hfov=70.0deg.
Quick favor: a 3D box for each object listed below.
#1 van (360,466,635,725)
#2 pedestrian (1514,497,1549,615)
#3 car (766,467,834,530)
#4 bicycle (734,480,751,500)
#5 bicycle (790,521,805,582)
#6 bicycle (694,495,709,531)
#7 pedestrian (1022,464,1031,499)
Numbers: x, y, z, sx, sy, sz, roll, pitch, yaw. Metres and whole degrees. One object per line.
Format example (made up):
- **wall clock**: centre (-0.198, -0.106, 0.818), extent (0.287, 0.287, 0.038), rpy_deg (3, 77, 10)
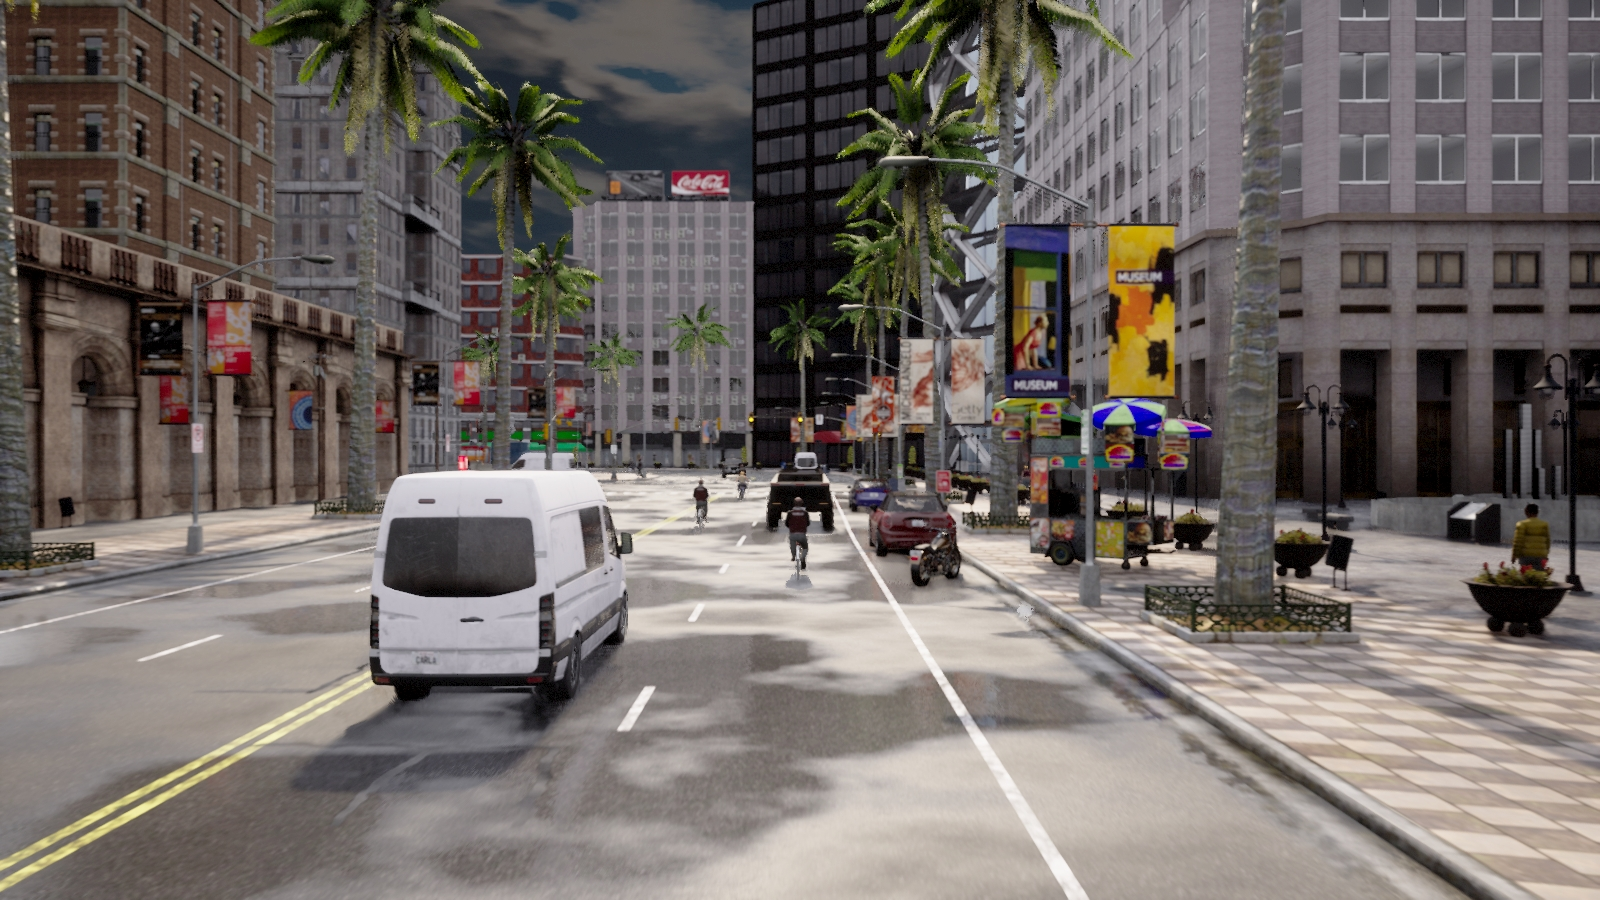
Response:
- **van**: centre (-3.527, 1.534, 14.673), extent (1.988, 2.561, 5.915), rpy_deg (0, 0, 0)
- **pedestrian**: centre (11.796, 1.701, 18.420), extent (0.375, 1.860, 0.375), rpy_deg (0, 0, 15)
- **car**: centre (0.029, 1.753, 43.415), extent (2.390, 2.098, 6.274), rpy_deg (0, 0, 1)
- **bicycle**: centre (-3.262, 2.256, 64.624), extent (0.859, 1.080, 1.487), rpy_deg (0, 0, 0)
- **bicycle**: centre (-0.048, 2.210, 25.202), extent (0.329, 1.171, 1.835), rpy_deg (0, 0, 0)
- **bicycle**: centre (-3.500, 2.210, 40.615), extent (0.329, 1.171, 1.835), rpy_deg (0, 0, 1)
- **pedestrian**: centre (12.199, 1.704, 61.554), extent (0.375, 1.860, 0.375), rpy_deg (0, 0, -4)
